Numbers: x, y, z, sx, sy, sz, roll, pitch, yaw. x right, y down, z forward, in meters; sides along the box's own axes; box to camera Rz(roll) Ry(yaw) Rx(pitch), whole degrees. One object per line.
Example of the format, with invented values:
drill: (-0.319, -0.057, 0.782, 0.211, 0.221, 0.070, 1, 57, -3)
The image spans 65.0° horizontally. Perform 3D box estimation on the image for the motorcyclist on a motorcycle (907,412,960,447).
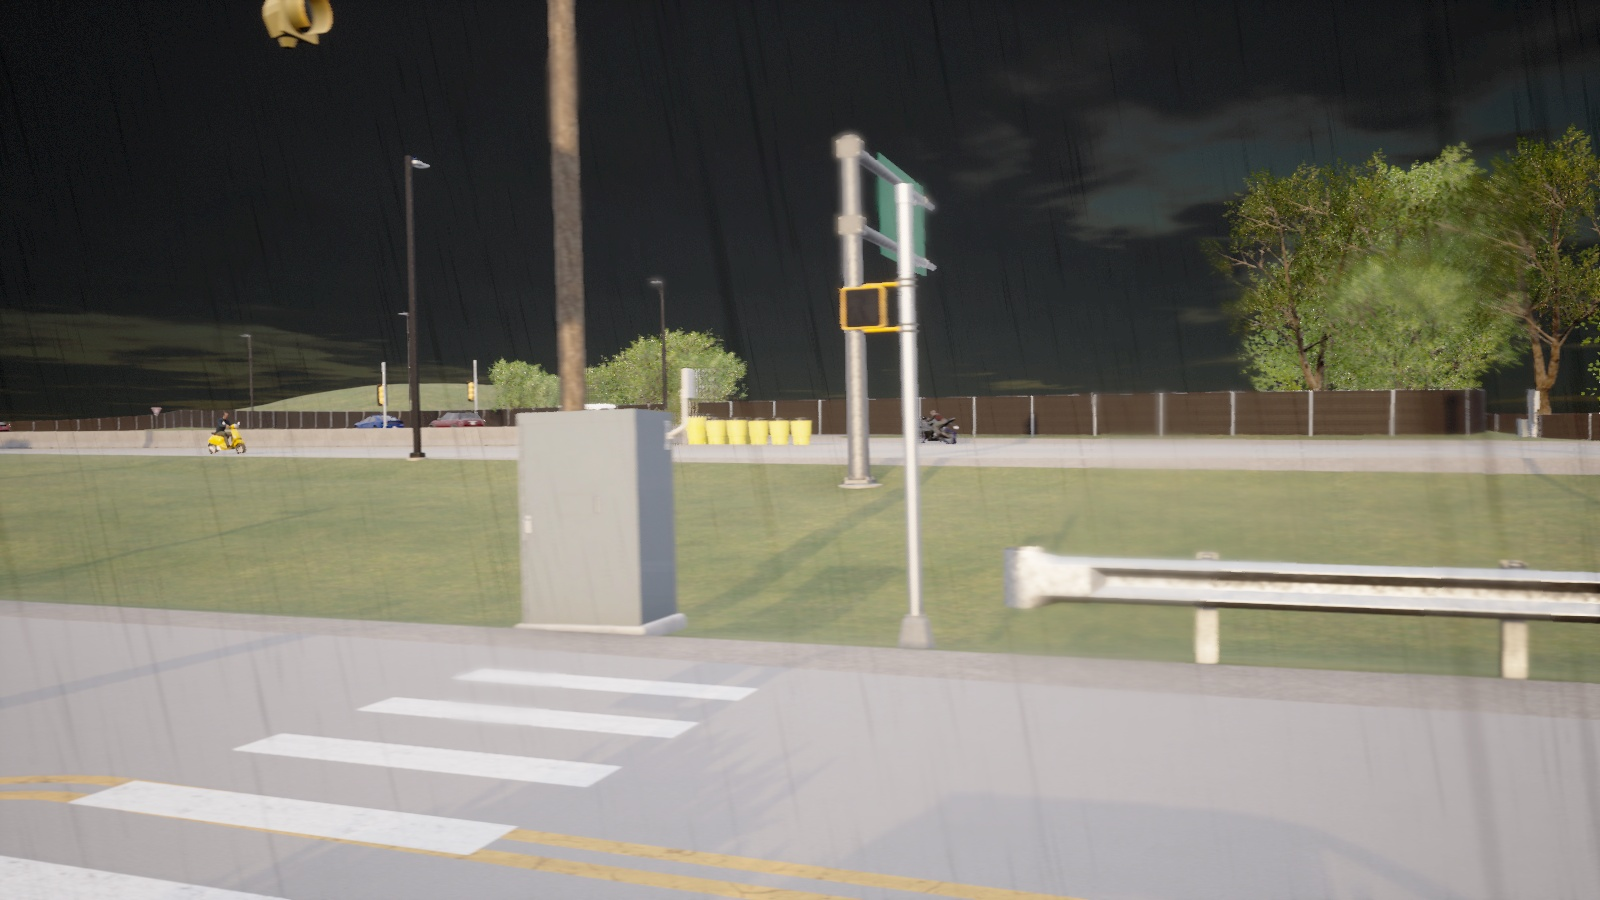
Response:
motorcyclist on a motorcycle: (5.875, -0.923, 55.355, 2.191, 1.530, 0.866, 1, 2, 39)

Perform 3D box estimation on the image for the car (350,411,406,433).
car: (-30.454, -1.998, 90.620, 1.882, 1.535, 5.008, -2, 2, -44)

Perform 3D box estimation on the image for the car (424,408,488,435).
car: (-22.610, -1.886, 82.430, 2.097, 1.767, 4.553, -2, 2, -44)

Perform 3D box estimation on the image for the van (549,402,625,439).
van: (-12.169, -1.702, 71.612, 4.480, 2.038, 2.069, 2, 2, 45)

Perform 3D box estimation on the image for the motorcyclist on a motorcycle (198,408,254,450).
motorcyclist on a motorcycle: (-21.746, -0.795, 47.582, 1.817, 1.590, 0.866, 0, 1, 19)
